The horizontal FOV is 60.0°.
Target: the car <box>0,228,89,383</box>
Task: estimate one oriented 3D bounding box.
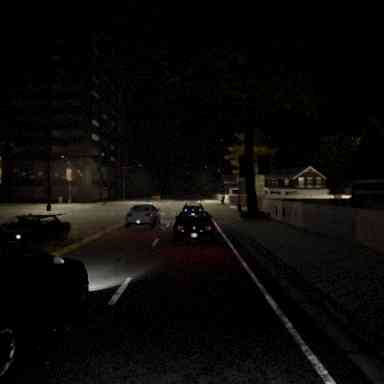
[{"bbox_3d":[-3.150,1.559,5.311,1.994,1.385,4.181,0,0,0],"label":"car"}]

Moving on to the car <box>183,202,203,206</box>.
[{"bbox_3d":[0.102,1.575,30.564,1.895,1.301,4.718,0,0,0],"label":"car"}]

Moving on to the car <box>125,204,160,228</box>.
[{"bbox_3d":[-3.149,1.507,21.804,1.812,1.442,4.674,0,0,0],"label":"car"}]

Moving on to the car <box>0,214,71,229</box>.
[{"bbox_3d":[-6.596,1.589,13.399,1.895,1.301,4.718,0,0,0],"label":"car"}]

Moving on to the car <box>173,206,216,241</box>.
[{"bbox_3d":[0.101,1.586,16.617,1.895,1.301,4.718,0,0,0],"label":"car"}]

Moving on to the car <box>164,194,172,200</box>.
[{"bbox_3d":[-6.495,1.418,90.836,1.837,1.490,4.892,0,0,0],"label":"car"}]

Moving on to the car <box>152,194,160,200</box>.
[{"bbox_3d":[-9.745,1.396,90.838,1.882,1.535,5.008,0,0,0],"label":"car"}]
